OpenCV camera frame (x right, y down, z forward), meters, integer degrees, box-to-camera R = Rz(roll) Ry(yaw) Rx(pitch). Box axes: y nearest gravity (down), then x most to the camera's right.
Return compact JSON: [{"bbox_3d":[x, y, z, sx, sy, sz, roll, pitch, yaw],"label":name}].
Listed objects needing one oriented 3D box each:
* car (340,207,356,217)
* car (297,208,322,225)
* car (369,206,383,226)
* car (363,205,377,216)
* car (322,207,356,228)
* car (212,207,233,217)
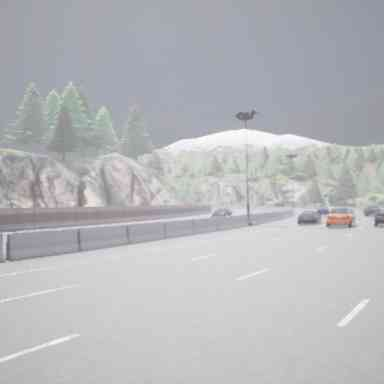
[{"bbox_3d":[24.487,3.132,52.453,1.994,1.385,4.181,-2,-2,22],"label":"car"},{"bbox_3d":[12.715,2.728,35.847,1.994,1.385,4.181,-2,-3,29],"label":"car"},{"bbox_3d":[17.977,2.342,30.857,2.128,1.511,4.902,-2,-3,29],"label":"car"},{"bbox_3d":[27.957,2.815,51.722,2.097,1.767,4.553,-2,-2,21],"label":"car"},{"bbox_3d":[13.854,2.291,30.842,2.097,1.767,4.553,-3,-3,31],"label":"car"},{"bbox_3d":[4.656,3.209,50.784,2.097,1.767,4.553,-2,-3,25],"label":"car"}]
